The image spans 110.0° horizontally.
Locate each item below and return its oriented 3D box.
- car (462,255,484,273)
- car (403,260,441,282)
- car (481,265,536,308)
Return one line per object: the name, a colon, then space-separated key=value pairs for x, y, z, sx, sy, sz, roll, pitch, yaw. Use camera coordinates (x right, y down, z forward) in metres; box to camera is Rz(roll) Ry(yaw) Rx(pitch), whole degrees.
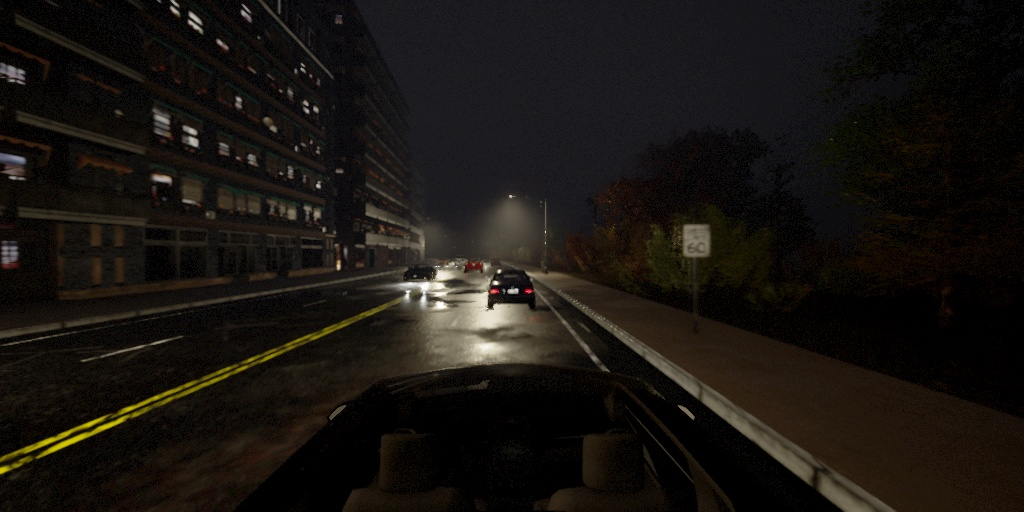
car: x=-4.446 y=1.012 z=42.650 sx=2.097 sy=1.767 sz=4.553 roll=0 pitch=0 yaw=-3
car: x=-7.100 y=1.265 z=28.062 sx=1.994 sy=1.385 sz=4.181 roll=0 pitch=0 yaw=-2
car: x=-0.056 y=1.269 z=15.036 sx=2.033 sy=1.411 sz=5.357 roll=0 pitch=0 yaw=-1
